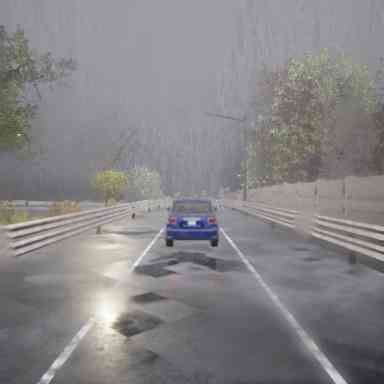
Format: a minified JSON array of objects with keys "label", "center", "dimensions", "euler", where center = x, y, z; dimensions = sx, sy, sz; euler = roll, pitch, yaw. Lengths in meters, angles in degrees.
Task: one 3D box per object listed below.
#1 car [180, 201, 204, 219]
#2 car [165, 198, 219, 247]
[{"label":"car","center":[0.002,1.566,30.216],"dimensions":[2.033,1.411,5.357],"euler":[0,0,0]},{"label":"car","center":[0.001,1.258,15.217],"dimensions":[2.150,2.045,5.566],"euler":[0,0,0]}]
